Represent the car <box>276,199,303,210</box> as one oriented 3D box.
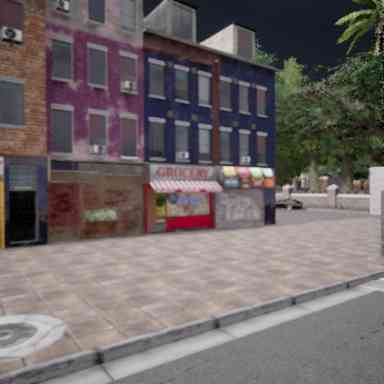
[{"bbox_3d":[11.352,1.463,40.205,1.947,1.339,4.313,0,1,-35],"label":"car"}]
